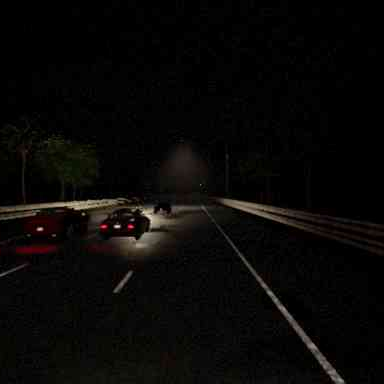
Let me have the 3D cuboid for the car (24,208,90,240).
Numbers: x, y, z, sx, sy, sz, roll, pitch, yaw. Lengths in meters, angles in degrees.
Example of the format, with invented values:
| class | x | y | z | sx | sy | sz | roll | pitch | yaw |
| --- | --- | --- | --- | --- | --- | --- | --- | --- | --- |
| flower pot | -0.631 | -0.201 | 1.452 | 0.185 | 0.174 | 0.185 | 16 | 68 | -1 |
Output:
| class | x | y | z | sx | sy | sz | roll | pitch | yaw |
| --- | --- | --- | --- | --- | --- | --- | --- | --- | --- |
| car | -6.878 | 1.553 | 17.538 | 1.882 | 1.535 | 5.008 | 0 | 0 | 0 |

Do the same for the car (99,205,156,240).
| class | x | y | z | sx | sy | sz | roll | pitch | yaw |
| --- | --- | --- | --- | --- | --- | --- | --- | --- | --- |
| car | -3.375 | 1.623 | 17.506 | 2.033 | 1.411 | 5.357 | 0 | 0 | 0 |

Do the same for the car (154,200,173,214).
| class | x | y | z | sx | sy | sz | roll | pitch | yaw |
| --- | --- | --- | --- | --- | --- | --- | --- | --- | --- |
| car | -3.348 | 1.674 | 38.678 | 1.837 | 1.490 | 4.892 | 0 | 0 | 0 |
